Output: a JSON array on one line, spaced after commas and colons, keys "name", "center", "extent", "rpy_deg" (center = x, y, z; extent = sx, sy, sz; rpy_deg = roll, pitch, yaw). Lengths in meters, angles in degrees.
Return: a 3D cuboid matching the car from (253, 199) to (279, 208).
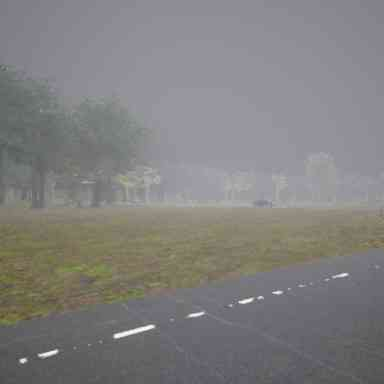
[{"name": "car", "center": [12.539, 1.898, 56.590], "extent": [1.837, 1.490, 4.892], "rpy_deg": [2, -2, -36]}]
